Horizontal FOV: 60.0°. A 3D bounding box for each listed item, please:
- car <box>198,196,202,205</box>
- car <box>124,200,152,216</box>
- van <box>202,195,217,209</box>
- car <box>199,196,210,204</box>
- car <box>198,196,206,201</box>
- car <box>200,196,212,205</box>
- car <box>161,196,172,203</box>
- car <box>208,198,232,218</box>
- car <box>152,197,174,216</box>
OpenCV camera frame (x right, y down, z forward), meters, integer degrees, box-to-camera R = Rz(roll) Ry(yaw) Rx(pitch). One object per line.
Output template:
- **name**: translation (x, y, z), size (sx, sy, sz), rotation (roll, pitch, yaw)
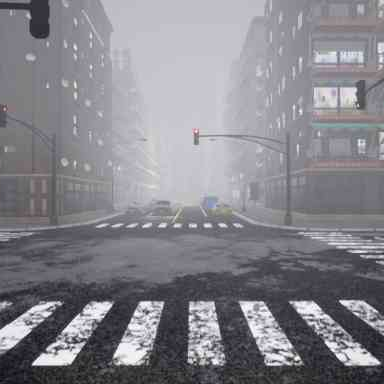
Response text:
- **car**: translation (2.497, 1.342, 49.728), size (2.192, 1.841, 5.009), rotation (1, 0, 0)
- **car**: translation (-5.488, 1.562, 32.683), size (2.008, 1.369, 4.403), rotation (1, 0, 0)
- **van**: translation (2.538, 1.362, 44.074), size (1.690, 1.788, 3.998), rotation (1, 0, 0)
- **car**: translation (2.467, 1.597, 66.696), size (2.008, 1.369, 4.403), rotation (1, 0, 0)
- **car**: translation (2.439, 1.619, 83.664), size (1.887, 1.381, 4.507), rotation (1, 0, 0)
- **car**: translation (2.477, 1.480, 61.040), size (1.967, 1.590, 4.097), rotation (1, 0, 0)
- **car**: translation (-5.423, 1.606, 72.288), size (2.008, 1.369, 4.403), rotation (1, 0, 0)
- **car**: translation (2.655, 1.535, 30.241), size (1.752, 1.417, 4.829), rotation (1, 0, 0)
- **car**: translation (-2.803, 1.544, 33.089), size (1.837, 1.490, 4.892), rotation (0, 0, 0)
